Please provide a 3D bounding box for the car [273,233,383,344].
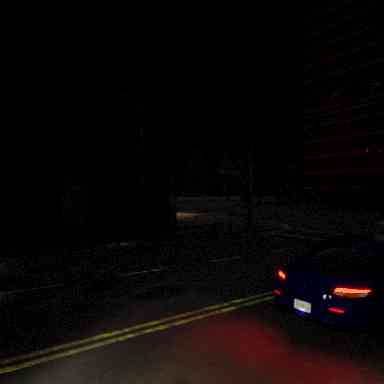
[{"bbox_3d":[3.520,1.526,6.281,4.674,1.442,1.812,0,0,-35],"label":"car"}]
